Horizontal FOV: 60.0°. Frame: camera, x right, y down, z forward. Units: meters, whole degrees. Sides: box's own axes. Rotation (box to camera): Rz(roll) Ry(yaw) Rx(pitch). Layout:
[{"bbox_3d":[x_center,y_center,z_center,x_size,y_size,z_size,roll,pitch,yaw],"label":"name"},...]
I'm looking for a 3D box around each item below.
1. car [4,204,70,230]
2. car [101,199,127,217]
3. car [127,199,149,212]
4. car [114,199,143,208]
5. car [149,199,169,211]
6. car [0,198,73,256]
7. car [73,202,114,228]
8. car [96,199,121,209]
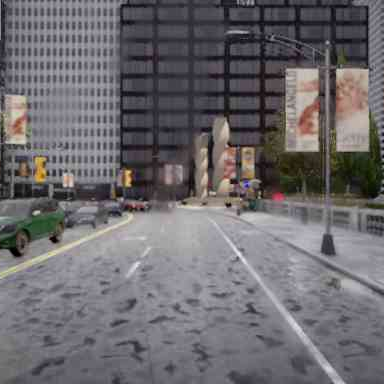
[{"bbox_3d":[-10.595,1.666,23.274,2.033,1.411,5.357,0,0,0],"label":"car"},{"bbox_3d":[-8.021,1.720,33.956,2.033,1.411,5.357,0,0,-10],"label":"car"},{"bbox_3d":[-7.554,1.820,43.198,1.895,1.301,4.718,0,0,-25],"label":"car"},{"bbox_3d":[-10.400,1.822,54.073,2.033,1.411,5.357,0,0,-43],"label":"car"},{"bbox_3d":[-4.820,1.736,45.514,1.837,1.490,4.892,0,0,-29],"label":"car"},{"bbox_3d":[-7.112,1.292,13.707,2.150,2.045,5.566,0,0,0],"label":"car"},{"bbox_3d":[-7.106,1.645,23.340,1.812,1.442,4.674,0,0,0],"label":"car"},{"bbox_3d":[-13.127,1.828,51.878,1.994,1.385,4.181,0,0,-43],"label":"car"}]
